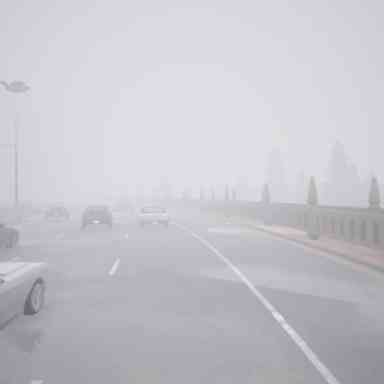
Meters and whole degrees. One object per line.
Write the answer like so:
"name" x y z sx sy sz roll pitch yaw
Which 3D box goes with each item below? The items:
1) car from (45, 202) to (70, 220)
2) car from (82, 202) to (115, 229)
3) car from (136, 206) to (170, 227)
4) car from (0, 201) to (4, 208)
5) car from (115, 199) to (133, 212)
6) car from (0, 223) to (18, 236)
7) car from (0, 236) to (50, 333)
"car" -11.984 1.621 29.771 1.812 1.442 4.674 0 0 -18
"car" -6.291 1.551 22.347 1.837 1.490 4.892 0 0 -13
"car" -2.809 1.626 22.988 1.895 1.301 4.718 0 0 -13
"car" -28.539 1.826 48.197 1.994 1.385 4.181 -1 0 -32
"car" -8.353 1.584 39.974 1.837 1.490 4.892 0 0 -22
"car" -7.896 1.567 11.845 1.812 1.442 4.674 0 0 -7
"car" -3.668 1.617 4.557 1.895 1.301 4.718 0 0 -3
